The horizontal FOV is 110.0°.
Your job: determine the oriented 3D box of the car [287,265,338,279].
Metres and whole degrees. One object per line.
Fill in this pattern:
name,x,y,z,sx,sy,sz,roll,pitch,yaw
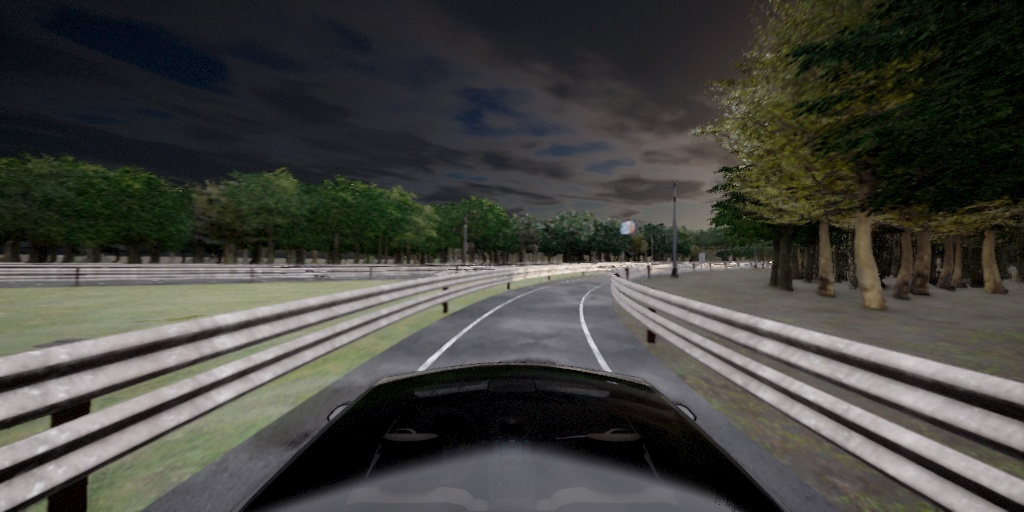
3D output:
car,-21.990,1.722,39.798,5.008,1.535,1.882,1,-1,-36

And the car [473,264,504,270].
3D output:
car,-3.407,1.881,53.547,4.892,1.490,1.837,0,0,-36
